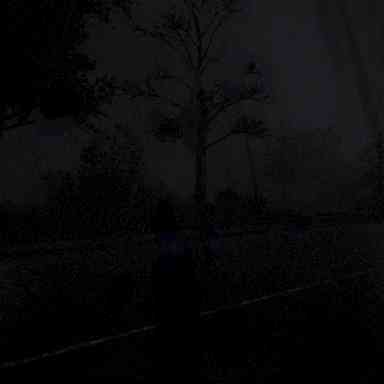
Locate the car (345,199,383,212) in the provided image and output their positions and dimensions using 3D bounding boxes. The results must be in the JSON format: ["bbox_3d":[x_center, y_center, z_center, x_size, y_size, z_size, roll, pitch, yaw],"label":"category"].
[{"bbox_3d":[20.011,1.544,37.390,2.033,1.411,5.357,0,0,-29],"label":"car"}]

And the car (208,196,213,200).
[{"bbox_3d":[4.294,1.370,70.458,1.812,1.442,4.674,0,-1,-22],"label":"car"}]
